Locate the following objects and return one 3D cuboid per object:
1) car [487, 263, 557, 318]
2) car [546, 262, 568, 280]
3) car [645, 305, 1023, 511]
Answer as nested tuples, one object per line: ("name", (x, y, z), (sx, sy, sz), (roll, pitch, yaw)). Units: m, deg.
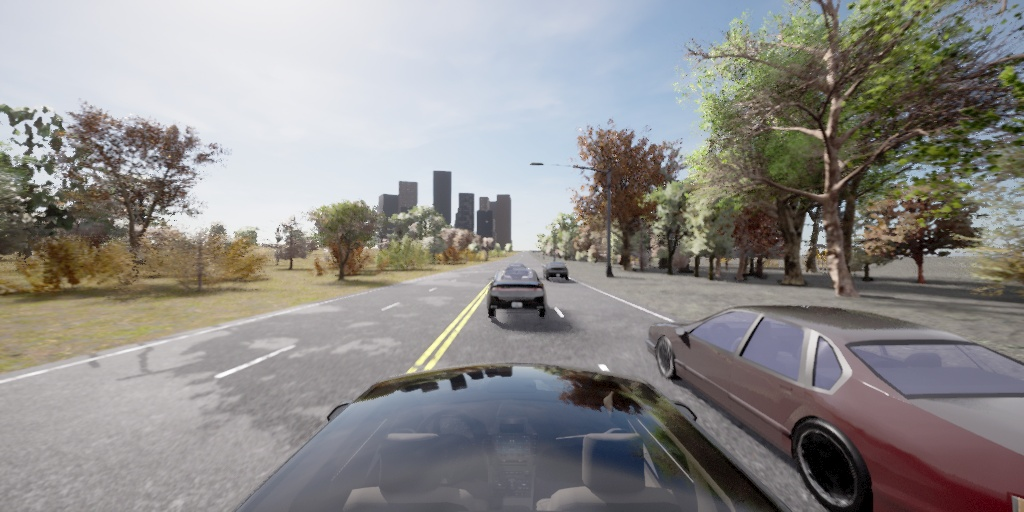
("car", (0.164, 1.185, 12.692), (2.128, 1.511, 4.902), (1, 0, 0))
("car", (3.642, 1.233, 30.443), (1.837, 1.490, 4.892), (0, 0, 1))
("car", (3.360, 1.294, 4.161), (2.033, 1.411, 5.357), (0, 0, 0))
